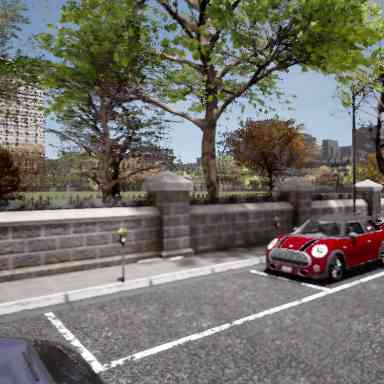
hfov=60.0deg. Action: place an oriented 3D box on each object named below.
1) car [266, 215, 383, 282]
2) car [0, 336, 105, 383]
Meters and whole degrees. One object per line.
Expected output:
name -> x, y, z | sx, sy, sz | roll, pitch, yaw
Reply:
car -> 4.010, 1.443, 9.693 | 4.097, 1.590, 1.967 | 0, 0, -37
car -> -2.390, 1.582, 1.466 | 4.181, 1.385, 1.994 | 0, 0, -37
